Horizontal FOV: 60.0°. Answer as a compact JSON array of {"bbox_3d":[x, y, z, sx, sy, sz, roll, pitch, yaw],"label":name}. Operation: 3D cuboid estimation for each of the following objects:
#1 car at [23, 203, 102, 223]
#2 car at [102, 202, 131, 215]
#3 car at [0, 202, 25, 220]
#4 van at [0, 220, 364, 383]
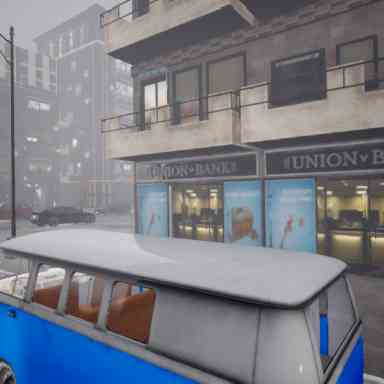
[{"bbox_3d":[-8.590,1.583,22.399,1.947,1.339,4.313,-2,-1,36],"label":"car"},{"bbox_3d":[-8.653,1.798,36.451,1.947,1.339,4.313,-2,-1,36],"label":"car"},{"bbox_3d":[-15.338,1.609,27.371,1.967,1.590,4.097,-2,-1,36],"label":"car"},{"bbox_3d":[-0.505,1.342,3.223,3.998,1.788,1.690,0,-1,36],"label":"van"}]
